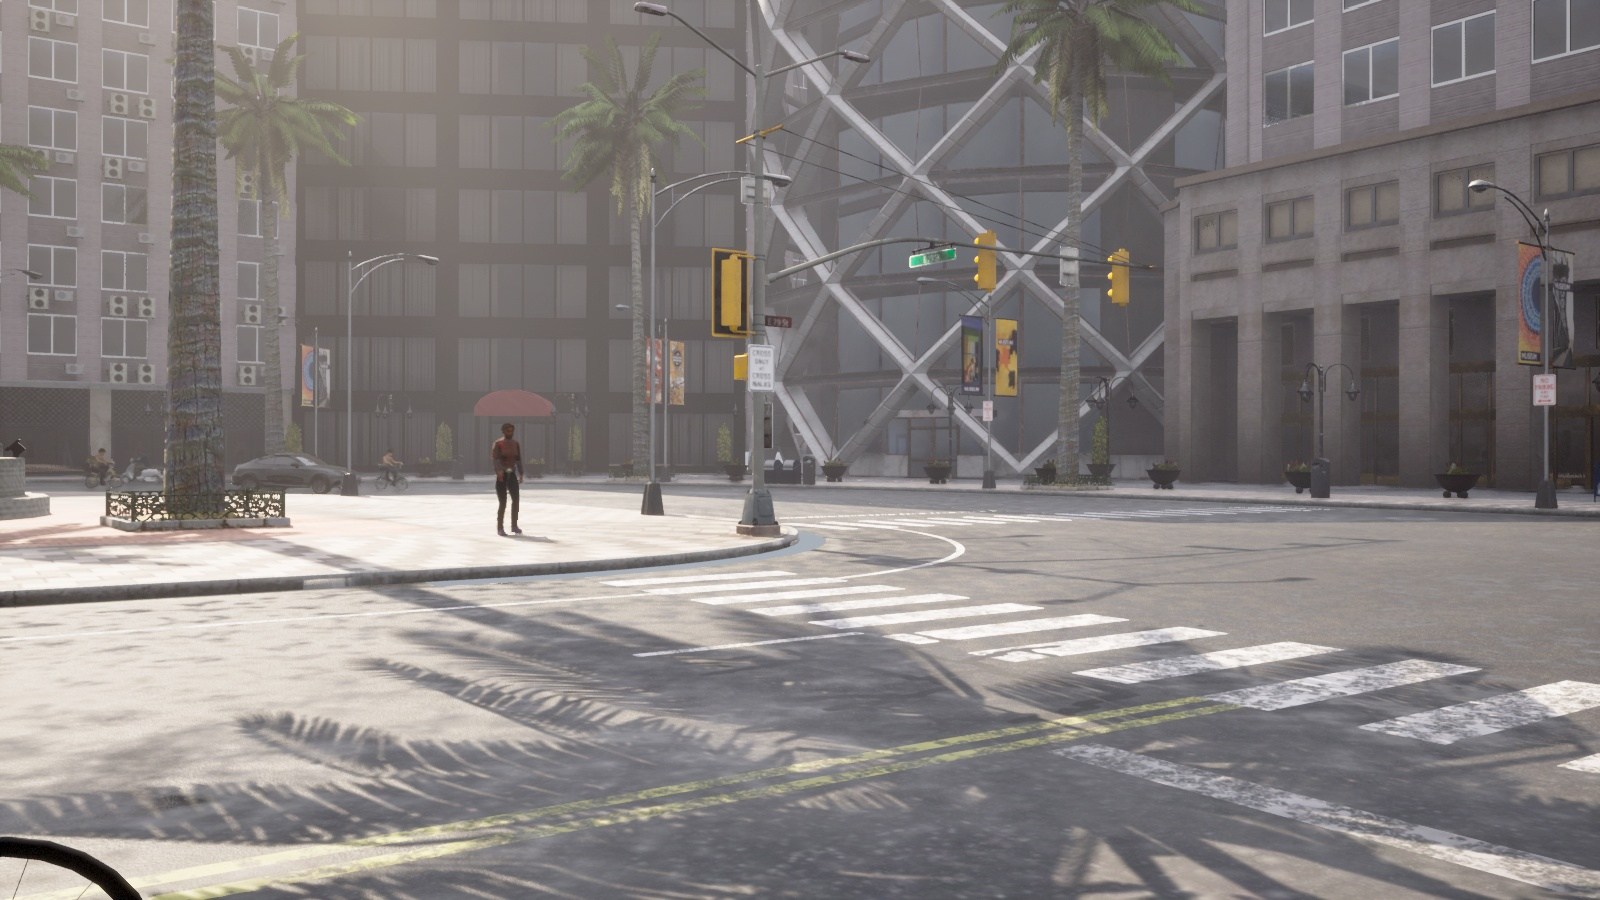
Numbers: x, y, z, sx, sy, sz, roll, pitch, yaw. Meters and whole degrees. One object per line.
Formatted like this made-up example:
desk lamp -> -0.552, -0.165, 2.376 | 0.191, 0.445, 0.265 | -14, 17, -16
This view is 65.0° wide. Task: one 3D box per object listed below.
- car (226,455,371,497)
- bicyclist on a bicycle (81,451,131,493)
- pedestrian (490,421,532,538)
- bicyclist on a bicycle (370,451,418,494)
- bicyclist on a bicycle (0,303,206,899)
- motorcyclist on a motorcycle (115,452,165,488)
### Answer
car -> -17.981, 0.919, 45.077 | 4.674, 1.442, 1.812 | 0, 0, 14
bicyclist on a bicycle -> -27.469, 0.861, 49.719 | 1.509, 1.612, 0.866 | 0, 0, -1
pedestrian -> -4.581, 0.460, 19.874 | 0.328, 1.805, 0.869 | 0, 0, -36
bicyclist on a bicycle -> -15.515, 0.832, 47.949 | 1.509, 1.612, 0.866 | 0, 0, 18
bicyclist on a bicycle -> -2.110, 0.625, 2.206 | 1.843, 1.776, 0.659 | 0, 0, -35
motorcyclist on a motorcycle -> -29.772, 0.900, 56.644 | 1.817, 1.590, 0.866 | 0, 0, -3
